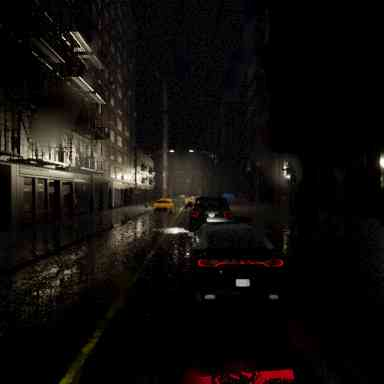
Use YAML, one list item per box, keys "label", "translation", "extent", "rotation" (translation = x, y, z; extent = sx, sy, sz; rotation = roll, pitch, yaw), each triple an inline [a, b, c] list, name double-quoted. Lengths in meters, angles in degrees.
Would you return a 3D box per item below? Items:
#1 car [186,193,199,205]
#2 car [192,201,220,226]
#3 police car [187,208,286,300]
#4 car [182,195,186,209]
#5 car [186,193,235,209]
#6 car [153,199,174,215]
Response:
- label: "car"
  translation: [0.131, 1.260, 59.559]
  extent: [2.150, 2.045, 5.566]
  rotation: [0, 0, 0]
- label: "car"
  translation: [0.954, 1.507, 24.445]
  extent: [1.837, 1.490, 4.892]
  rotation: [0, 0, 0]
- label: "police car"
  translation: [0.917, 1.424, 8.555]
  extent: [1.930, 1.638, 5.238]
  rotation: [0, 0, 0]
- label: "car"
  translation: [0.132, 1.373, 45.564]
  extent: [2.097, 1.767, 4.553]
  rotation: [0, 0, 1]
- label: "car"
  translation: [0.941, 1.225, 18.475]
  extent: [2.150, 2.045, 5.566]
  rotation: [0, 0, 0]
- label: "car"
  translation: [-2.925, 1.486, 34.754]
  extent: [1.882, 1.535, 5.008]
  rotation: [0, 0, 0]
